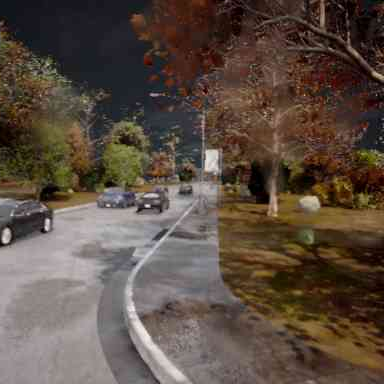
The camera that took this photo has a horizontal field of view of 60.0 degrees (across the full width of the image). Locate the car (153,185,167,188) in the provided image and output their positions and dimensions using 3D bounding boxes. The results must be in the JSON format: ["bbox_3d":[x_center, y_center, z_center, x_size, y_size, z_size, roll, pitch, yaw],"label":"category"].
[{"bbox_3d":[-4.547,-0.316,47.463,1.994,1.385,4.181,2,3,4],"label":"car"}]

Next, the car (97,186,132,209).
[{"bbox_3d":[-6.086,0.340,27.143,2.097,1.767,4.553,2,2,5],"label":"car"}]

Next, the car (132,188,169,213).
[{"bbox_3d":[-2.821,0.690,24.673,1.812,1.442,4.674,1,2,4],"label":"car"}]

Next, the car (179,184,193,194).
[{"bbox_3d":[-0.913,-0.482,51.061,2.128,1.511,4.902,1,3,4],"label":"car"}]

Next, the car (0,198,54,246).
[{"bbox_3d":[-7.098,1.027,12.773,1.837,1.490,4.892,1,2,3],"label":"car"}]
